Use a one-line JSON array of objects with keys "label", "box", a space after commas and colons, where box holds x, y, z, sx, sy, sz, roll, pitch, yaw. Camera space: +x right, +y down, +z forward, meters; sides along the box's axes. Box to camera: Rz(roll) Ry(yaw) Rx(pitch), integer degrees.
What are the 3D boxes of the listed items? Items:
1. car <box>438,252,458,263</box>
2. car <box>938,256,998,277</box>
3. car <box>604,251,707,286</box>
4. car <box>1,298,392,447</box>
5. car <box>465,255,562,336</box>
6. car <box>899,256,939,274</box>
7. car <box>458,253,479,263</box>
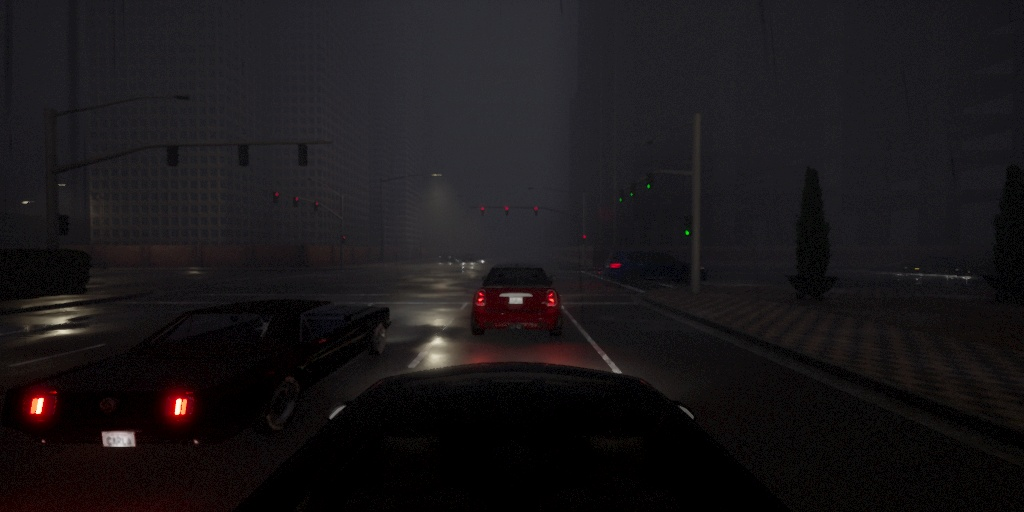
[{"label": "car", "box": [-10.425, 0.153, 57.735, 2.097, 1.767, 4.553, 0, 1, 1]}, {"label": "car", "box": [36.469, 0.876, 27.749, 4.181, 1.385, 1.994, 0, 1, 1]}, {"label": "car", "box": [8.256, 0.715, 20.901, 5.566, 2.045, 2.150, 0, 1, 1]}, {"label": "car", "box": [-3.431, 1.289, 5.372, 1.895, 1.301, 4.718, 0, 1, 1]}, {"label": "car", "box": [0.192, 0.962, 10.026, 2.097, 1.767, 4.553, 0, 1, 3]}, {"label": "car", "box": [36.777, 0.757, 31.244, 4.892, 1.490, 1.837, 0, 1, 1]}, {"label": "car", "box": [-6.924, 0.305, 57.929, 1.837, 1.490, 4.892, 0, 1, 1]}]
